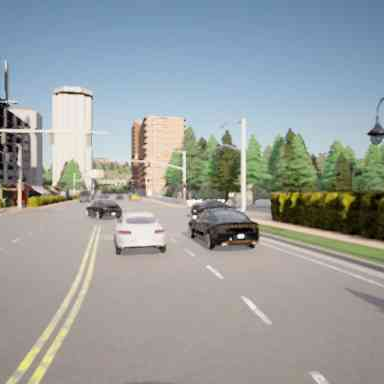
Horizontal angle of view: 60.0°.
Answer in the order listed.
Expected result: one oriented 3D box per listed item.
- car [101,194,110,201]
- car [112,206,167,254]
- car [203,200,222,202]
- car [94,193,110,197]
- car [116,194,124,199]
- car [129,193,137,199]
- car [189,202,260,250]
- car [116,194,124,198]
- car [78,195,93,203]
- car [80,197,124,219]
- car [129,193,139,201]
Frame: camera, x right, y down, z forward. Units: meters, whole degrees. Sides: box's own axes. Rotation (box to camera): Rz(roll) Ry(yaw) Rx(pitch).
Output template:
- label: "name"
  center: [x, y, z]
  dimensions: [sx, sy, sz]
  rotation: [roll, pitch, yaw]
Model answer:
- label: "car"
  center: [-21.104, 1.380, 81.124]
  dimensions: [1.837, 1.490, 4.892]
  rotation: [0, 0, -13]
- label: "car"
  center: [-2.167, 1.501, 13.388]
  dimensions: [1.812, 1.442, 4.674]
  rotation: [0, 0, -13]
- label: "car"
  center: [2.039, 1.440, 29.763]
  dimensions: [4.674, 1.442, 1.812]
  rotation: [0, -1, -40]
- label: "car"
  center: [-17.684, 1.423, 65.968]
  dimensions: [2.128, 1.511, 4.902]
  rotation: [0, 0, -13]
- label: "car"
  center: [-19.790, 1.232, 91.193]
  dimensions: [1.994, 1.385, 4.181]
  rotation: [0, 0, -13]
- label: "car"
  center: [-16.376, 1.141, 91.964]
  dimensions: [1.882, 1.535, 5.008]
  rotation: [0, 0, -13]
- label: "car"
  center: [1.191, 1.436, 14.383]
  dimensions: [1.882, 1.535, 5.008]
  rotation: [0, 0, -13]
- label: "car"
  center: [-17.897, 1.384, 82.811]
  dimensions: [2.128, 1.511, 4.902]
  rotation: [0, 0, -13]
- label: "car"
  center: [-21.094, 1.467, 65.192]
  dimensions: [2.033, 1.411, 5.357]
  rotation: [0, 0, -13]
- label: "car"
  center: [-7.623, 1.467, 28.306]
  dimensions: [1.837, 1.490, 4.892]
  rotation: [1, 0, -35]
- label: "car"
  center: [-14.267, 1.321, 82.627]
  dimensions: [1.882, 1.535, 5.008]
  rotation: [0, 0, -13]
